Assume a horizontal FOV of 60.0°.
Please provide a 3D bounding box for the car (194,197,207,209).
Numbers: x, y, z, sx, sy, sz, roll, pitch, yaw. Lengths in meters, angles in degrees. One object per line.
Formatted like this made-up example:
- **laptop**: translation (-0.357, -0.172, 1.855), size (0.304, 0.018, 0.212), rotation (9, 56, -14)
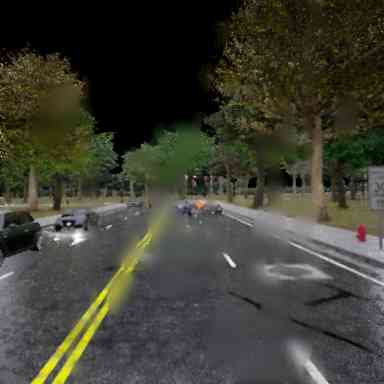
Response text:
- **car**: translation (1.456, 1.485, 48.262), size (2.097, 1.767, 4.553), rotation (-1, 0, -2)

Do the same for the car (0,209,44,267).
- **car**: translation (-7.010, 1.471, 11.583), size (2.097, 1.767, 4.553), rotation (-1, 0, -2)

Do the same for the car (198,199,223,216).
- **car**: translation (1.969, 1.698, 34.248), size (1.895, 1.301, 4.718), rotation (-1, 0, -2)

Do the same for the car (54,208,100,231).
- **car**: translation (-7.400, 1.725, 21.791), size (1.994, 1.385, 4.181), rotation (-1, 0, -2)

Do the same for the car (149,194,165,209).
- **car**: translation (-5.155, 1.341, 49.588), size (2.150, 2.045, 5.566), rotation (-1, 0, -2)

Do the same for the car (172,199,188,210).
- **car**: translation (-1.724, 1.713, 47.556), size (2.033, 1.411, 5.357), rotation (-1, 0, -2)

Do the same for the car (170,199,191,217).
- **car**: translation (-1.173, 1.481, 33.581), size (2.097, 1.767, 4.553), rotation (-1, 0, -2)

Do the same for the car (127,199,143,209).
- **car**: translation (-8.400, 1.713, 49.490), size (1.994, 1.385, 4.181), rotation (-1, 0, -2)
